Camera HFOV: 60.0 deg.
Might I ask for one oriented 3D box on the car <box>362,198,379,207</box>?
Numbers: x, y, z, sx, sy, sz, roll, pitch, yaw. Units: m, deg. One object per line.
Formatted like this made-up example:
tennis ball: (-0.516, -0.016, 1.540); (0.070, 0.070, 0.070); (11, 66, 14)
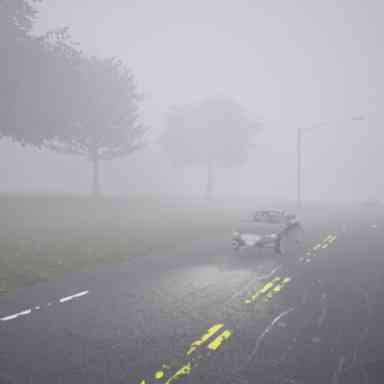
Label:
car: (28.076, 1.633, 52.156); (2.033, 1.411, 5.357); (0, 0, 37)

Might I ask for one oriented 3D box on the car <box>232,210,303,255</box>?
car: (3.225, 1.501, 13.621); (2.128, 1.511, 4.902); (0, 0, 30)
